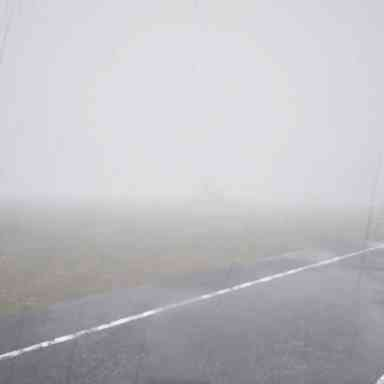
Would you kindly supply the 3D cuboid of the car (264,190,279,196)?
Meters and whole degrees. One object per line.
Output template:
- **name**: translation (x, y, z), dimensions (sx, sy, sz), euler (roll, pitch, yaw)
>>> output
- **car**: translation (17.183, 0.257, 73.088), dimensions (2.097, 1.767, 4.553), euler (0, 1, -40)
